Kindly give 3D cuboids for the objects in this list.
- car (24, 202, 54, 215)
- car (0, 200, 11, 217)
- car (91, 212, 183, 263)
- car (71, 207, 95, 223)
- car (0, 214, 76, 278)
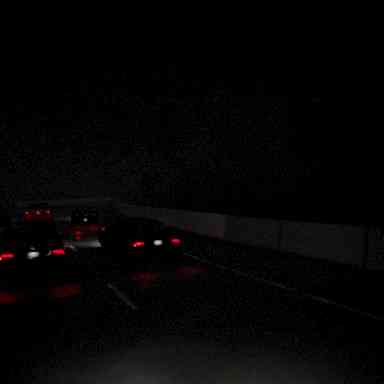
[{"bbox_3d":[-13.009,1.716,28.419,2.097,1.767,4.553,-1,0,-21],"label":"car"},{"bbox_3d":[-16.159,1.636,26.779,2.150,2.045,5.566,-1,0,-21],"label":"car"},{"bbox_3d":[-2.159,1.646,12.551,2.033,1.411,5.357,-1,0,-26],"label":"car"},{"bbox_3d":[-9.137,1.896,28.064,1.895,1.301,4.718,-1,0,-22],"label":"car"},{"bbox_3d":[-5.210,1.692,10.834,2.033,1.411,5.357,-1,0,-27],"label":"car"}]
